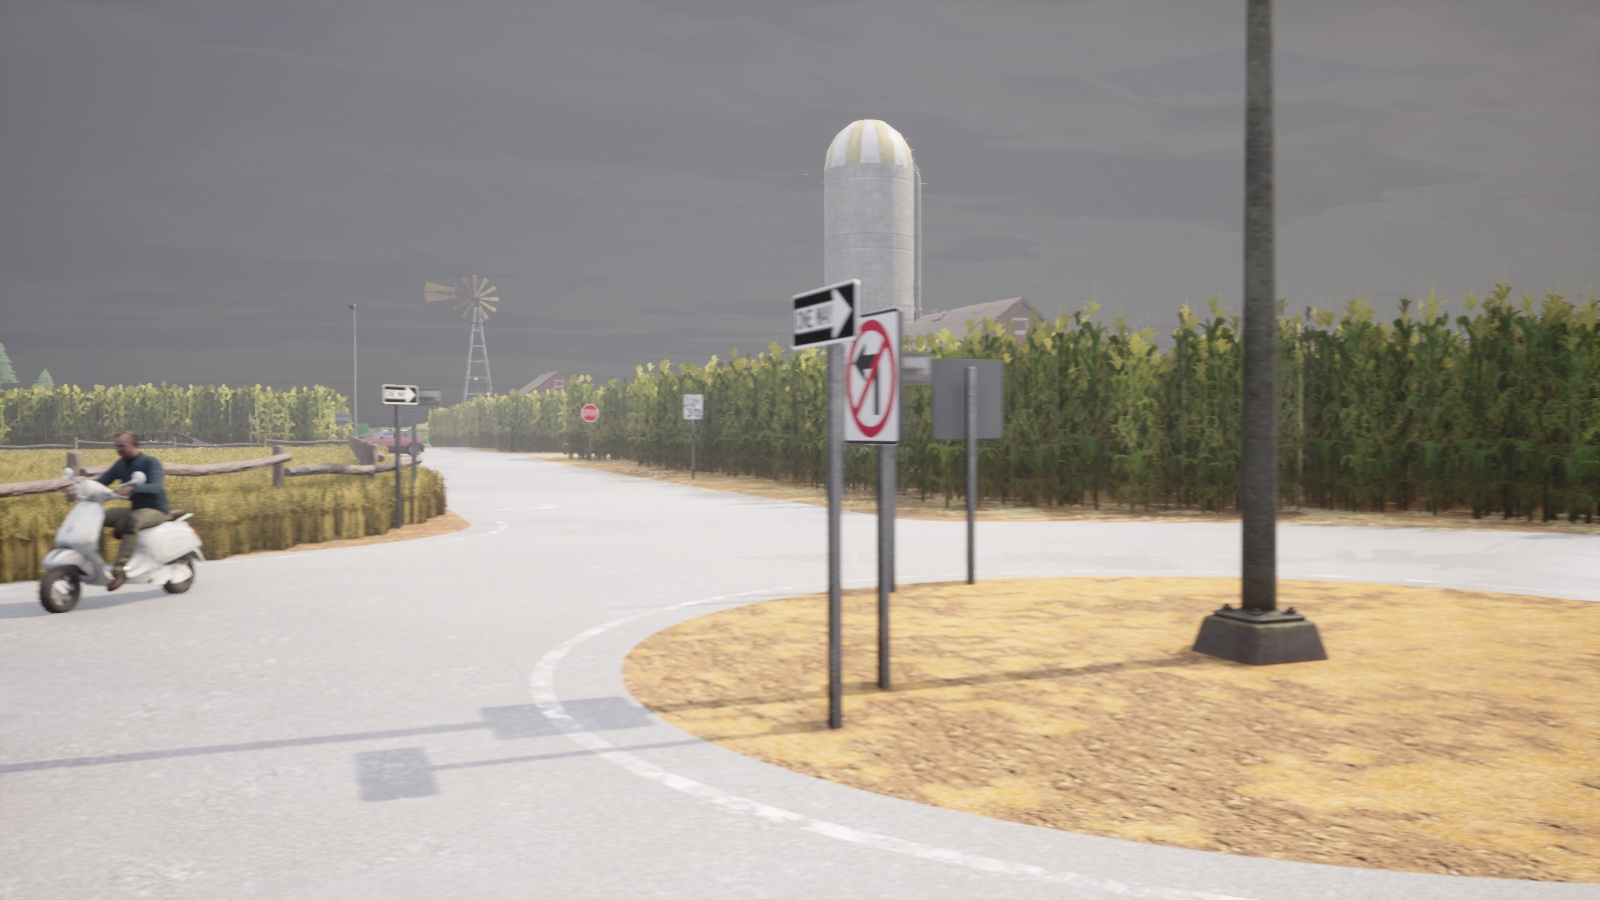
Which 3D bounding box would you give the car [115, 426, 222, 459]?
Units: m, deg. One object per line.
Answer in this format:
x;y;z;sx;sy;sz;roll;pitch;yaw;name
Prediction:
-30.784;-0.395;61.360;4.514;1.525;2.007;-1;1;-21;car

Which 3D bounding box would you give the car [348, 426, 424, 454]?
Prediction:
-22.370;-0.565;67.892;3.806;1.475;1.970;-1;1;-21;car

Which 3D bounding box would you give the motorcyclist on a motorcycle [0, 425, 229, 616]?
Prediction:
-6.262;0.573;11.515;0.866;1.590;1.817;1;1;17;motorcyclist on a motorcycle
